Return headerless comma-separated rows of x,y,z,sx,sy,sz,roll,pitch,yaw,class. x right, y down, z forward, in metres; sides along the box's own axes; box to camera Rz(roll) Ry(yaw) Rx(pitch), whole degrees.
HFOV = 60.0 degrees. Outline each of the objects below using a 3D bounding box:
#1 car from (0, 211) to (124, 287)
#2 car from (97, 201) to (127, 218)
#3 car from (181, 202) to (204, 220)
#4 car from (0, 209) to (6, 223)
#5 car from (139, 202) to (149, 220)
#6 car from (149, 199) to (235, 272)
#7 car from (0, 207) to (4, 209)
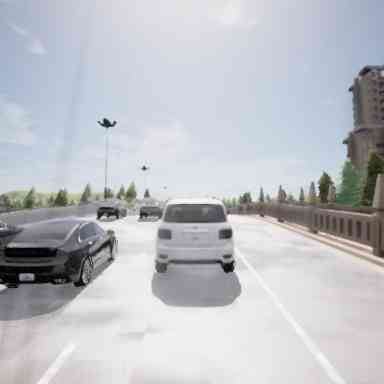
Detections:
-3.420,1.508,9.304,1.837,1.490,4.892,0,0,0,car
-6.968,1.611,29.276,1.837,1.490,4.892,0,-1,0,car
0.032,1.605,29.326,1.837,1.490,4.892,0,-1,0,car
-6.923,1.498,10.386,2.128,1.511,4.902,0,0,0,car
-3.469,1.600,29.427,2.128,1.511,4.902,0,-2,0,car
0.076,1.221,10.929,2.150,2.045,5.566,0,0,0,car
-14.124,1.505,21.687,2.128,1.511,4.902,0,0,0,car
